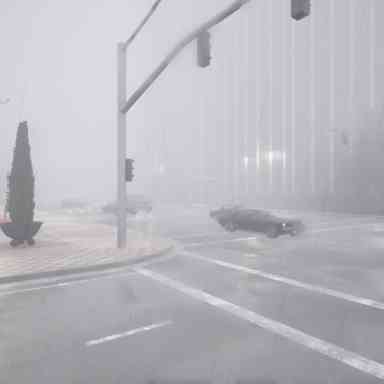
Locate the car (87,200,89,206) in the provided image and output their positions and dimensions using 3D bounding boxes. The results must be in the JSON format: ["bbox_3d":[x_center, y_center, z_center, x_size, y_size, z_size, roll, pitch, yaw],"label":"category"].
[{"bbox_3d":[-18.058,1.531,53.584,1.812,1.442,4.674,0,0,-36],"label":"car"}]

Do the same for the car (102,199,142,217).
[{"bbox_3d":[-7.007,1.601,32.152,1.895,1.301,4.718,0,0,-36],"label":"car"}]

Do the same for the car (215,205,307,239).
[{"bbox_3d":[3.580,1.601,17.565,1.895,1.301,4.718,0,0,-36],"label":"car"}]

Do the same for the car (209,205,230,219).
[{"bbox_3d":[3.398,1.601,23.831,1.895,1.301,4.718,0,0,-38],"label":"car"}]

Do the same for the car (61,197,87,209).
[{"bbox_3d":[-16.243,1.477,44.979,1.882,1.535,5.008,0,0,-35],"label":"car"}]

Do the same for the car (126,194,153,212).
[{"bbox_3d":[-6.471,1.217,37.402,2.150,2.045,5.566,0,1,-35],"label":"car"}]
